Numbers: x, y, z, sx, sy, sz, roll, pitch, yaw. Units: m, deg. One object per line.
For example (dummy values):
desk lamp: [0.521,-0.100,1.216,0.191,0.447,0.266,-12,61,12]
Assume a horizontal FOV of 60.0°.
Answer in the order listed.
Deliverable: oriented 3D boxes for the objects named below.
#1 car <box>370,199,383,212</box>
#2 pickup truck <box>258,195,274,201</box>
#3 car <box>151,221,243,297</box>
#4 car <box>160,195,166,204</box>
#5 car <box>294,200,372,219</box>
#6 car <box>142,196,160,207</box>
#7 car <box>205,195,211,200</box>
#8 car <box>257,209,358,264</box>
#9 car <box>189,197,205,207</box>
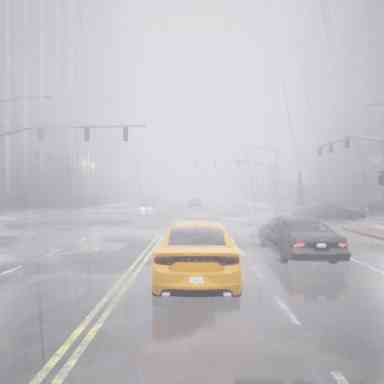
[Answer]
car: [20.236,1.504,36.580,4.892,1.490,1.837,0,0,1]
pickup truck: [17.292,1.057,76.543,2.390,2.098,6.274,0,0,31]
car: [0.126,1.477,8.620,1.882,1.535,5.008,0,0,1]
car: [-6.531,1.476,61.230,1.882,1.535,5.008,0,0,1]
car: [10.645,1.547,26.057,5.357,1.411,2.033,0,0,1]
car: [-6.637,1.490,51.753,2.128,1.511,4.902,0,0,1]
car: [4.299,1.593,91.162,1.895,1.301,4.718,0,0,1]
car: [3.675,1.547,11.857,2.033,1.411,5.357,0,0,1]
car: [0.509,1.563,50.915,1.994,1.385,4.181,0,0,1]
